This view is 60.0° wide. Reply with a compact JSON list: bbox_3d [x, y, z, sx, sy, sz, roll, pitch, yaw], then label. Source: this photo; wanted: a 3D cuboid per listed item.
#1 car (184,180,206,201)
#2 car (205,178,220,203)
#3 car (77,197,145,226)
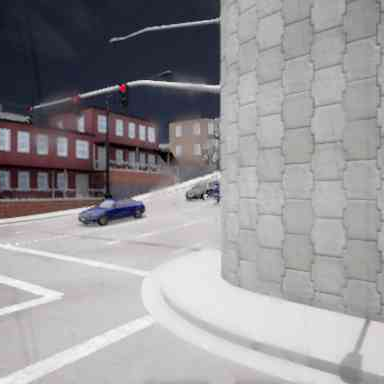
[{"bbox_3d":[1.217,-0.247,29.611,1.837,1.490,4.892,0,10,35],"label":"car"},{"bbox_3d":[3.753,-0.397,26.822,2.150,2.045,5.566,0,9,36],"label":"car"},{"bbox_3d":[-4.932,1.121,20.927,1.812,1.442,4.674,0,5,35],"label":"car"}]
